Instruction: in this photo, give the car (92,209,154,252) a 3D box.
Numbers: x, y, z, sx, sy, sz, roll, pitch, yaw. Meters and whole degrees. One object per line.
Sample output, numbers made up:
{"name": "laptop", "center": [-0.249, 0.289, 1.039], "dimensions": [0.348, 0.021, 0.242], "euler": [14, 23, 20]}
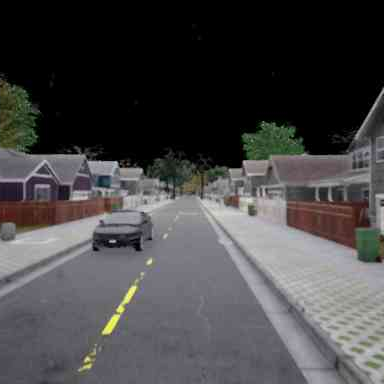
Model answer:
{"name": "car", "center": [-2.806, 1.517, 14.365], "dimensions": [1.882, 1.535, 5.008], "euler": [0, -1, 0]}
